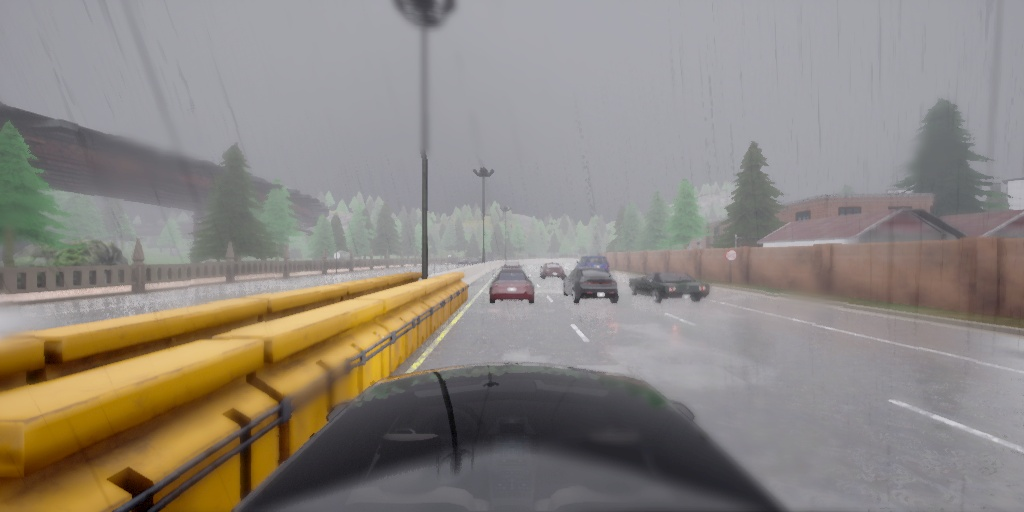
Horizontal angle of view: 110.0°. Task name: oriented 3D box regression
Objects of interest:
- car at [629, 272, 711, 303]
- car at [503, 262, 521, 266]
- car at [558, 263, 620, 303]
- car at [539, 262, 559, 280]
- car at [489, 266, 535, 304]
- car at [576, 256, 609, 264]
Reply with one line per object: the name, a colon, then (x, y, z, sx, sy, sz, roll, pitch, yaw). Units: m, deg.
car: (7.000, 1.364, 16.530, 1.895, 1.301, 4.718, 0, 0, 0)
car: (0.000, 1.243, 31.500, 2.128, 1.511, 4.902, 0, 0, 0)
car: (3.500, 1.264, 16.500, 1.837, 1.490, 4.892, 0, 0, 0)
car: (3.500, 1.280, 31.500, 1.812, 1.442, 4.674, 0, 0, 0)
car: (0.000, 1.320, 16.500, 1.994, 1.385, 4.181, 0, 0, 0)
car: (7.000, 1.005, 31.530, 2.150, 2.045, 5.566, 0, 0, 0)
